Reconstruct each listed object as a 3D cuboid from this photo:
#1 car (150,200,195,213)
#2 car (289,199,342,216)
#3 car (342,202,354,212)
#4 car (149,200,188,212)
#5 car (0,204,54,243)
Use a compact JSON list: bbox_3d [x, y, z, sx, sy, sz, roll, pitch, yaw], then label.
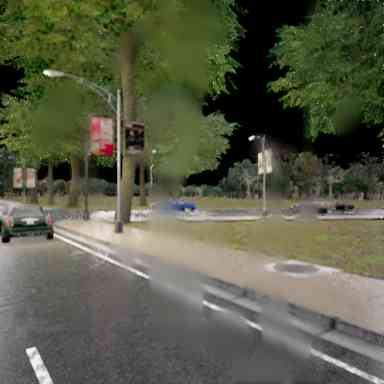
[{"bbox_3d":[-2.107,1.668,38.857,5.008,1.535,1.882,0,0,-11],"label":"car"},{"bbox_3d":[12.691,1.748,35.035,4.902,1.511,2.128,0,0,-11],"label":"car"},{"bbox_3d":[18.292,1.909,42.997,4.718,1.301,1.895,0,0,-11],"label":"car"},{"bbox_3d":[-2.930,1.720,41.999,4.674,1.442,1.812,0,0,-13],"label":"car"},{"bbox_3d":[-8.428,1.380,16.599,2.097,1.767,4.553,0,0,-35],"label":"car"}]
